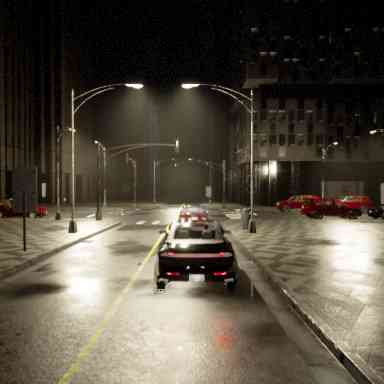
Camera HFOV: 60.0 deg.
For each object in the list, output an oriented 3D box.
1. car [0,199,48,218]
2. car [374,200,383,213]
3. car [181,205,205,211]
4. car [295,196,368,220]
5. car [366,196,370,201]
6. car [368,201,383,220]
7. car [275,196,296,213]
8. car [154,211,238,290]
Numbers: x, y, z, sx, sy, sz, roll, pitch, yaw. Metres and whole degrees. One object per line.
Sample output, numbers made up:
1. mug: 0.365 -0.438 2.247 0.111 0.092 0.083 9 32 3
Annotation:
1. car: -14.958 1.580 28.997 4.507 1.381 1.887 0 1 0
2. car: 23.341 1.651 37.688 4.313 1.339 1.947 0 1 0
3. car: 0.071 1.563 21.510 2.033 1.411 5.357 0 0 0
4. car: 12.083 1.476 29.113 5.009 1.841 2.192 0 1 0
5. car: 17.700 1.371 37.661 5.009 1.841 2.192 0 1 0
6. car: 17.726 1.755 29.140 4.313 1.339 1.947 0 1 0
7. car: 12.056 1.342 37.636 5.009 1.841 2.192 0 1 0
8. car: 0.088 1.495 9.060 2.128 1.511 4.902 0 0 0
